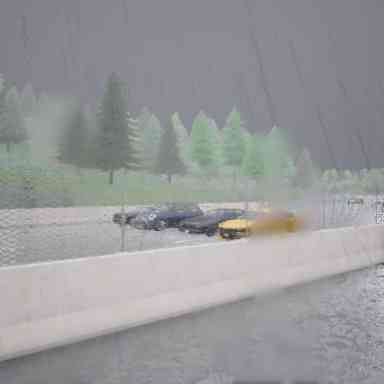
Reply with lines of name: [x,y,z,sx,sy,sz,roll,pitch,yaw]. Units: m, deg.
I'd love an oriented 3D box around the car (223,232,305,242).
car: [3.373,1.535,15.507,5.008,1.535,1.882,0,0,-39]
